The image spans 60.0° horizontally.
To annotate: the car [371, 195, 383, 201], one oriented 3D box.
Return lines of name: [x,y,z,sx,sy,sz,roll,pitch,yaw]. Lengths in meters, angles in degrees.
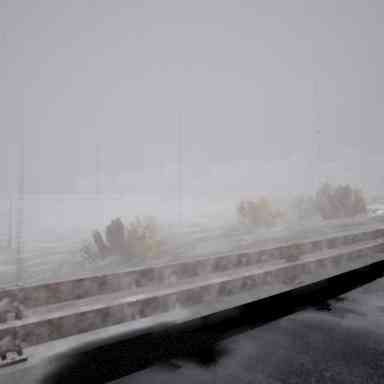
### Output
car: [43.999,1.380,78.066,2.097,1.767,4.553,0,0,4]
